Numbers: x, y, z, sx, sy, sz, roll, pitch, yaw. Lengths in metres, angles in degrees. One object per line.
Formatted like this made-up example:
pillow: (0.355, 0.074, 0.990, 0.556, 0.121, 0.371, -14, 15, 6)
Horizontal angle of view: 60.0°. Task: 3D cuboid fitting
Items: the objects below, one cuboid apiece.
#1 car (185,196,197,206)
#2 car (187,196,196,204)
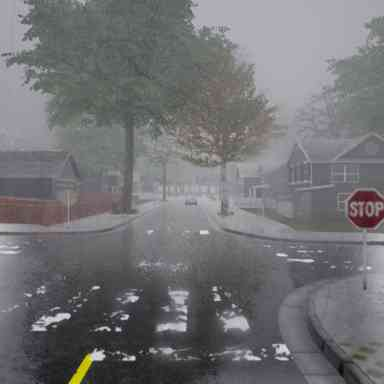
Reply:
car: (-0.120, 1.578, 56.271, 1.994, 1.385, 4.181, 0, 0, 0)
car: (-0.141, 1.541, 66.277, 1.812, 1.442, 4.674, 0, 0, 0)
